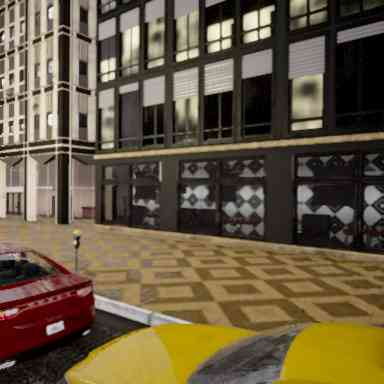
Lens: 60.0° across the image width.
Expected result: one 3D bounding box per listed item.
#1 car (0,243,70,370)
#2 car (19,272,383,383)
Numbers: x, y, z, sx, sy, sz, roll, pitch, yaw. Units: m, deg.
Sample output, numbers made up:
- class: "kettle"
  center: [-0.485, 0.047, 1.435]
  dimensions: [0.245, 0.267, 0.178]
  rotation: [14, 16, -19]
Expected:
- class: "car"
  center: [-3.480, 1.506, 5.354]
  dimensions: [4.507, 1.381, 1.887]
  rotation: [0, 1, 36]
- class: "car"
  center: [1.020, 1.524, 2.142]
  dimensions: [4.829, 1.417, 1.752]
  rotation: [0, 1, 36]
